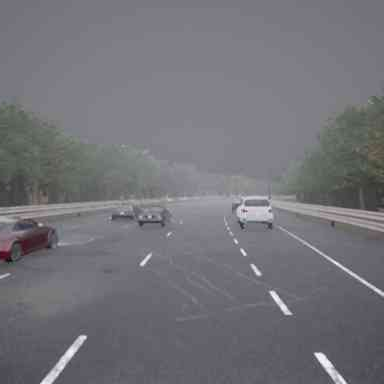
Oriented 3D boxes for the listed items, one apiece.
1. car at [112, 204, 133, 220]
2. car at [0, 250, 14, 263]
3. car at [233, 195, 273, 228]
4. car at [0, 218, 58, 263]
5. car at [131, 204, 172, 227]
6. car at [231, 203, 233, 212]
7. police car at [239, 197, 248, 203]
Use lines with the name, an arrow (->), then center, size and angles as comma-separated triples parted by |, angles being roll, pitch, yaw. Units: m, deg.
car -> -5.711, 1.747, 29.841 | 1.994, 1.385, 4.181 | 0, 0, 4
car -> -3.357, 1.499, 1.746 | 2.128, 1.511, 4.902 | 0, 0, 0
car -> 4.299, 1.372, 23.442 | 2.150, 2.045, 5.566 | 0, 0, 4
car -> -6.647, 1.632, 12.327 | 1.994, 1.385, 4.181 | 0, 0, 2
car -> -2.606, 1.696, 24.236 | 2.033, 1.411, 5.357 | 0, 0, 4
car -> 5.965, 1.753, 42.299 | 1.882, 1.535, 5.008 | 0, 0, 6
police car -> 13.868, 2.100, 89.768 | 2.038, 1.542, 4.974 | 0, 0, 13
